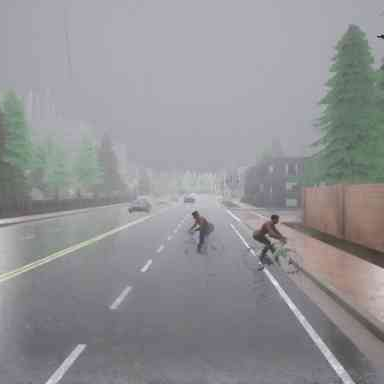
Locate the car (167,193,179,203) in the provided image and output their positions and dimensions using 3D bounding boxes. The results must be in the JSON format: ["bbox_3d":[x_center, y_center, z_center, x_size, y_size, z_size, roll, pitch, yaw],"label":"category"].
[{"bbox_3d":[-3.829,1.483,70.370,1.837,1.490,4.892,0,0,3],"label":"car"}]

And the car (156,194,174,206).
[{"bbox_3d":[-4.650,1.474,54.515,1.882,1.535,5.008,0,0,3],"label":"car"}]

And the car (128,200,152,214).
[{"bbox_3d":[-5.524,1.562,35.911,1.994,1.385,4.181,0,0,3],"label":"car"}]

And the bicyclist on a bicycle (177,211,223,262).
[{"bbox_3d":[0.275,1.435,10.840,1.656,1.620,0.582,-2,2,-21],"label":"bicyclist on a bicycle"}]

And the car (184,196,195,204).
[{"bbox_3d":[-0.463,1.474,65.242,1.882,1.535,5.008,0,0,3],"label":"car"}]

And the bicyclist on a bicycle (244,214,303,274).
[{"bbox_3d":[2.156,1.414,9.096,1.656,1.620,0.582,-3,5,31],"label":"bicyclist on a bicycle"}]
